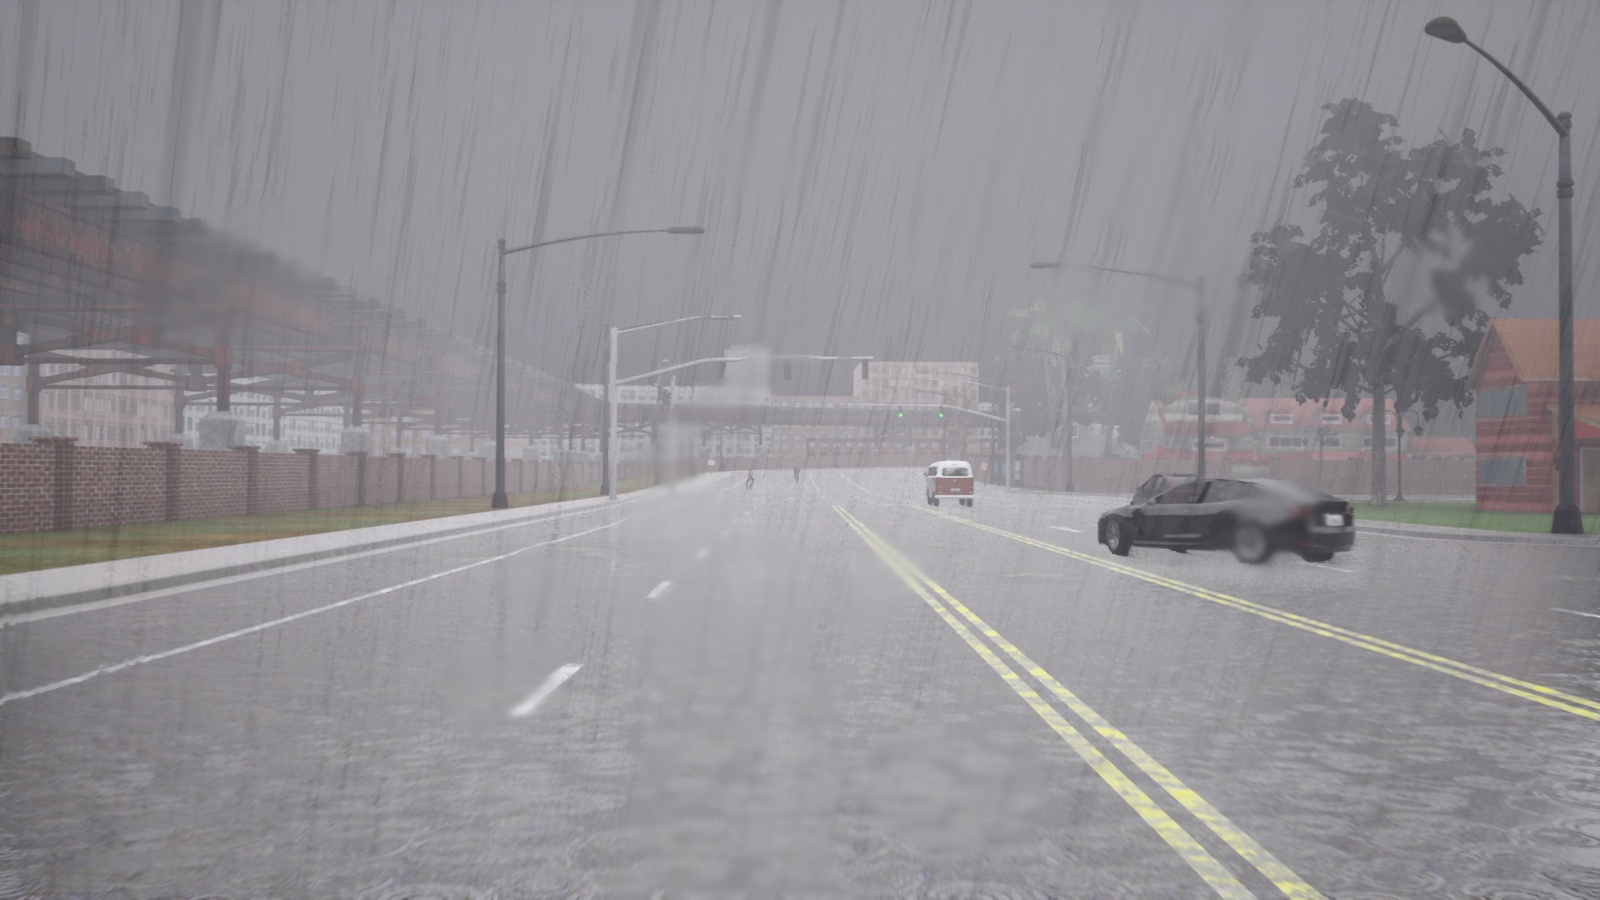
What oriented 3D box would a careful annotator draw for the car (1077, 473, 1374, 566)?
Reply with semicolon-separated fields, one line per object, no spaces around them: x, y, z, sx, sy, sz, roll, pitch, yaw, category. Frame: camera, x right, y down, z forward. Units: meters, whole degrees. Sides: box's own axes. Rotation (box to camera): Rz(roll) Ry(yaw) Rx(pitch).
7.544;1.165;22.771;2.163;1.488;4.792;0;-1;-32;car

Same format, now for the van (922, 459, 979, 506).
6.852;1.477;57.697;2.069;2.038;4.480;0;-1;0;van

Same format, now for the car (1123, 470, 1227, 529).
10.401;1.339;35.067;1.789;1.549;3.705;0;-1;0;car
